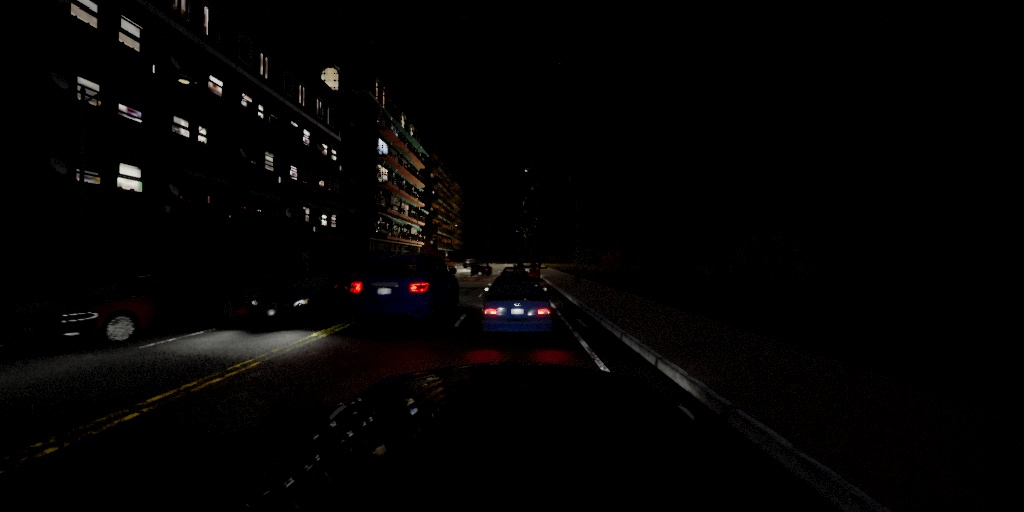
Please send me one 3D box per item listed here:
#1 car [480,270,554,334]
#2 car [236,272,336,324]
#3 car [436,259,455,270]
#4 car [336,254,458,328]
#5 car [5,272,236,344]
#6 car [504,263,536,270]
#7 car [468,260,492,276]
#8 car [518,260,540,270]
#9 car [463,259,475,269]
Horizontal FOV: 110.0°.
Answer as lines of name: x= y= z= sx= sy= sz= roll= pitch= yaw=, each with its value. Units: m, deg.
car: x=0.118 y=1.299 z=10.589 sx=2.033 sy=1.411 sz=5.357 roll=0 pitch=0 yaw=0
car: x=-6.583 y=1.277 z=12.145 sx=1.812 sy=1.442 sz=4.674 roll=0 pitch=0 yaw=0
car: x=-9.747 y=1.229 z=52.824 sx=1.882 sy=1.535 sz=5.008 roll=0 pitch=0 yaw=0
car: x=-3.133 y=0.970 z=11.500 sx=2.150 sy=2.045 sz=5.566 roll=0 pitch=0 yaw=0
car: x=-9.835 y=1.229 z=9.787 sx=1.882 sy=1.535 sz=5.008 roll=0 pitch=0 yaw=0
car: x=0.129 y=1.317 z=20.922 sx=1.994 sy=1.385 sz=4.181 roll=0 pitch=0 yaw=1
car: x=-3.084 y=1.354 z=36.914 sx=1.895 sy=1.301 sz=4.718 roll=0 pitch=0 yaw=0
car: x=1.190 y=1.104 z=29.857 sx=2.097 sy=1.767 sz=4.553 roll=0 pitch=0 yaw=0
car: x=-6.488 y=1.243 z=55.801 sx=2.128 sy=1.511 sz=4.902 roll=0 pitch=0 yaw=0
